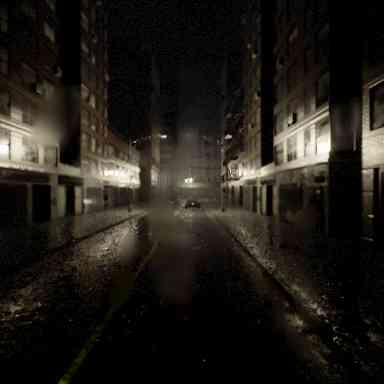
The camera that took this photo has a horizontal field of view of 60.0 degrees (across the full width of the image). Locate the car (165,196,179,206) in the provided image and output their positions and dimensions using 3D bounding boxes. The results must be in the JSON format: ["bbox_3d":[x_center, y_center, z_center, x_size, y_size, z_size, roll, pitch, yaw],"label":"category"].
[{"bbox_3d":[-3.079,1.427,52.217,1.812,1.442,4.674,0,0,0],"label":"car"}]

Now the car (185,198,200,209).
[{"bbox_3d":[0.089,1.475,44.879,1.994,1.385,4.181,0,0,0],"label":"car"}]
